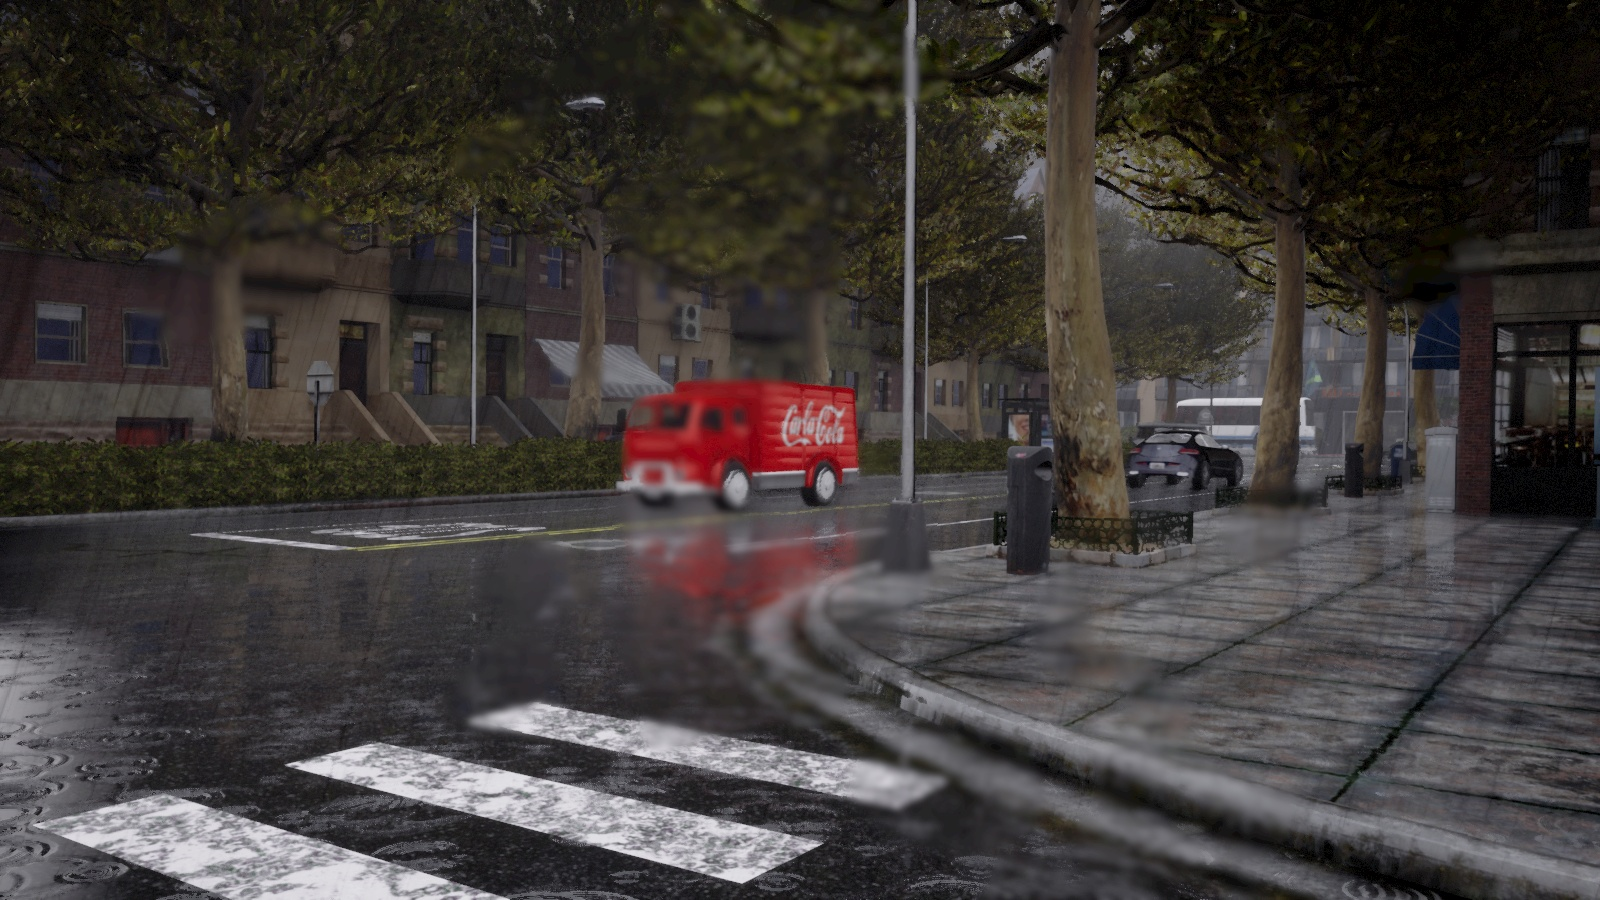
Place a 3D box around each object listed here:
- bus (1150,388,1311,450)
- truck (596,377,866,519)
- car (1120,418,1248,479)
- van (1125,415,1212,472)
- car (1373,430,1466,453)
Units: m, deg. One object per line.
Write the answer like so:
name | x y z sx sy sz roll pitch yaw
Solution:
bus | 30.917 -2.160 90.470 10.273 4.253 3.944 0 1 34
truck | -1.201 -0.082 24.620 2.627 2.467 5.204 0 1 34
car | 11.280 -0.092 36.629 2.152 1.651 5.027 0 1 34
van | 13.614 -0.270 46.219 1.775 1.987 4.442 0 1 34
car | 36.489 -0.509 74.014 4.718 1.301 1.895 0 1 34
